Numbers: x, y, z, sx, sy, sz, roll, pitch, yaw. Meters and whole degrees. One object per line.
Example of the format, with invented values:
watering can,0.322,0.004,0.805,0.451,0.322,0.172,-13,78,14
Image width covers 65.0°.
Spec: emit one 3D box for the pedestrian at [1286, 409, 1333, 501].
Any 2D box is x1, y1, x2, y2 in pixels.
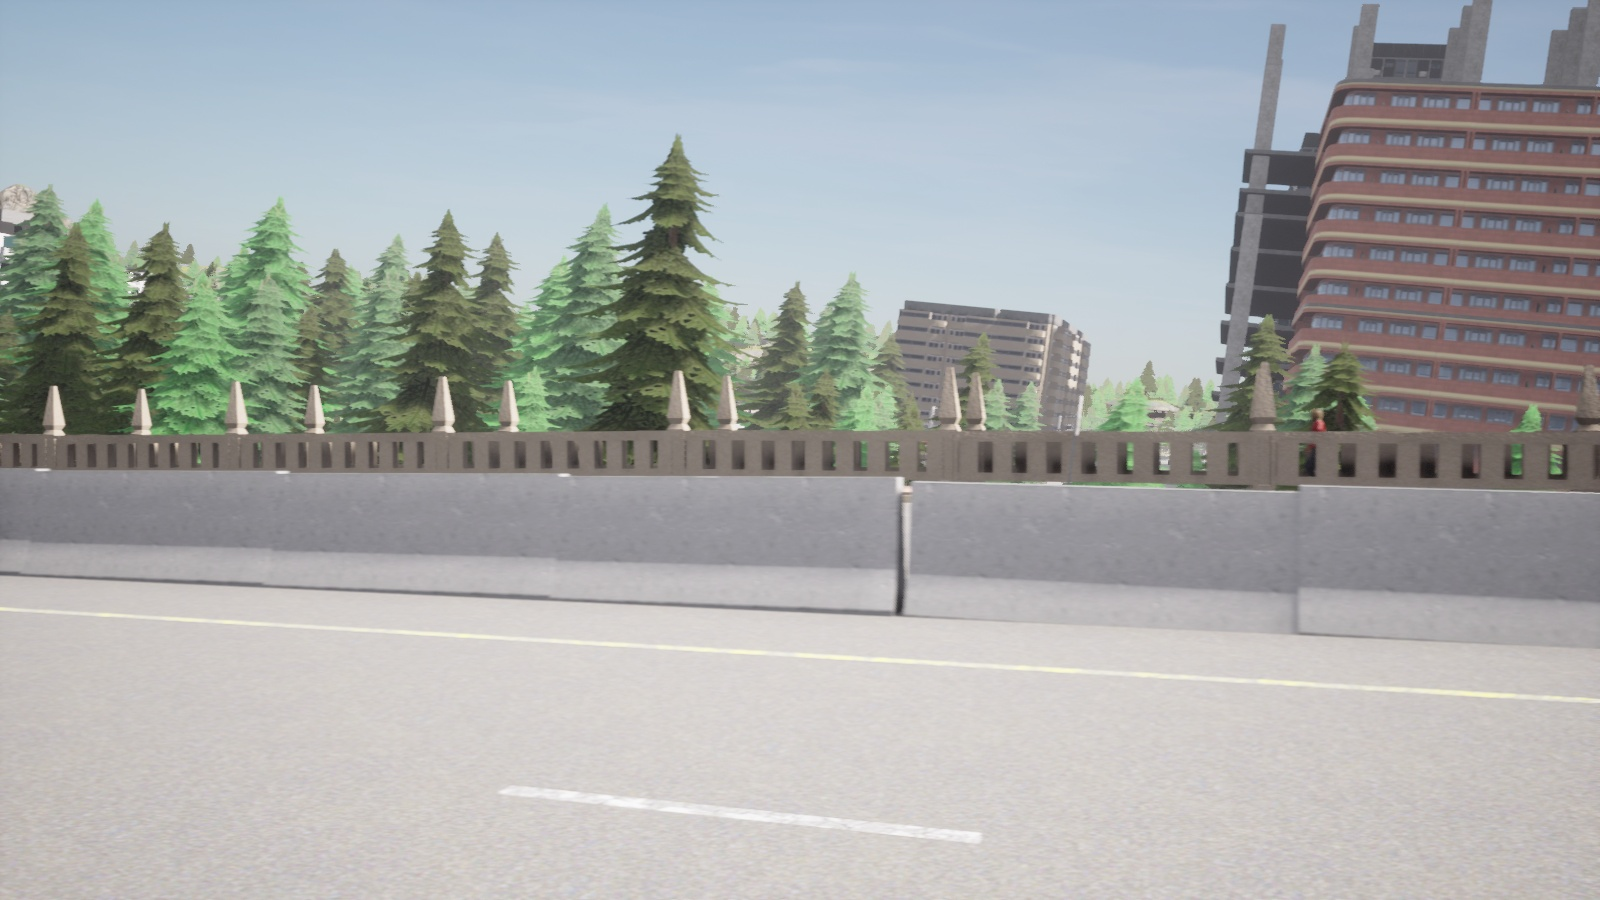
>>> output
pedestrian,10.636,0.096,26.227,0.636,1.846,0.331,8,3,19
